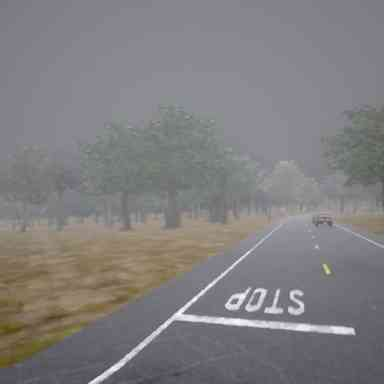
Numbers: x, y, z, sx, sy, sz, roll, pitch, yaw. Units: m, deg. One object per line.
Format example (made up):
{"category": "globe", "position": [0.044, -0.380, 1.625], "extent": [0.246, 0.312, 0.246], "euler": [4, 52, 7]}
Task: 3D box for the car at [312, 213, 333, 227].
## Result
{"category": "car", "position": [15.935, 3.431, 40.278], "extent": [1.837, 1.490, 4.892], "euler": [-2, -3, 18]}
